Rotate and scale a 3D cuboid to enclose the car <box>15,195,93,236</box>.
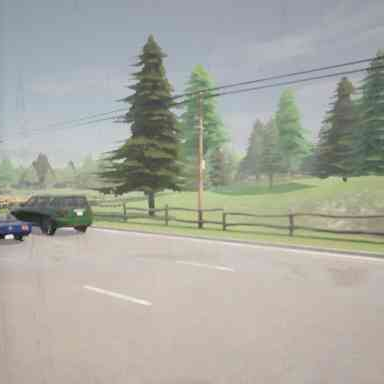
[{"bbox_3d":[-7.776,1.152,18.127,5.566,2.045,2.150,0,0,35],"label":"car"}]

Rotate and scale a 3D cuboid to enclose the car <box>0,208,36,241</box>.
[{"bbox_3d":[-9.271,1.534,14.894,4.718,1.301,1.895,0,0,35],"label":"car"}]
